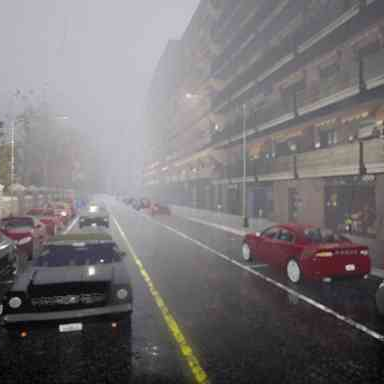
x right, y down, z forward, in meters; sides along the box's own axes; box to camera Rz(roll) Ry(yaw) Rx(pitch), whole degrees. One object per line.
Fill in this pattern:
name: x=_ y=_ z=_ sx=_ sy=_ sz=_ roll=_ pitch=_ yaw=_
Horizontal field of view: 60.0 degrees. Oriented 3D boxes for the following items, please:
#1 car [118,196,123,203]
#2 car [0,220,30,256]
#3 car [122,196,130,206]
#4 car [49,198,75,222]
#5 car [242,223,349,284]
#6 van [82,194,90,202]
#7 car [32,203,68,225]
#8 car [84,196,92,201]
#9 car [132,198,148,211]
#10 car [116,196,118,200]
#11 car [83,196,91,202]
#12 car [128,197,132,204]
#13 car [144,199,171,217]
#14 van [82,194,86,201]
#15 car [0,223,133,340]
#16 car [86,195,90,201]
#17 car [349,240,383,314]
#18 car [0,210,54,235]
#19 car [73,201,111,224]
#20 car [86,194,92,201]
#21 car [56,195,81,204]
car: x=-13.681 y=1.537 z=69.223 sx=1.967 sy=1.590 sz=4.097 roll=0 pitch=0 yaw=-16
car: x=-5.145 y=1.566 z=7.314 sx=1.947 sy=1.339 sz=4.313 roll=0 pitch=0 yaw=-16
car: x=-10.661 y=1.640 z=58.376 sx=1.947 sy=1.339 sz=4.313 roll=0 pitch=0 yaw=-16
car: x=-9.674 y=1.452 z=23.583 sx=1.967 sy=1.590 sz=4.097 roll=0 pitch=0 yaw=-16
car: x=2.929 y=1.550 z=9.561 sx=1.887 sy=1.381 sz=4.507 roll=0 pitch=0 yaw=-16
van: x=-24.774 y=1.461 z=77.824 sx=1.690 sy=1.788 sz=3.998 roll=0 pitch=0 yaw=-16
car: x=-8.165 y=1.549 z=18.160 sx=1.887 sy=1.381 sz=4.507 roll=0 pitch=0 yaw=-16
car: x=-27.794 y=1.695 z=88.672 sx=1.887 sy=1.381 sz=4.507 roll=0 pitch=0 yaw=-16
car: x=-6.131 y=1.485 z=42.104 sx=1.967 sy=1.590 sz=4.097 roll=0 pitch=0 yaw=-16
car: x=-16.746 y=1.650 z=80.235 sx=1.752 sy=1.417 sz=4.829 roll=0 pitch=0 yaw=-16
car: x=-26.284 y=1.717 z=83.248 sx=1.802 sy=1.307 sz=4.206 roll=0 pitch=0 yaw=-16
car: x=-7.641 y=1.636 z=47.528 sx=1.802 sy=1.307 sz=4.206 roll=0 pitch=0 yaw=-16
car: x=-3.111 y=1.608 z=31.254 sx=1.802 sy=1.307 sz=4.206 roll=0 pitch=0 yaw=-16
van: x=-15.715 y=1.390 z=45.280 sx=1.690 sy=1.788 sz=3.998 roll=0 pitch=0 yaw=-16
car: x=-2.317 y=1.602 z=6.820 sx=1.895 sy=1.301 sz=4.718 roll=0 pitch=0 yaw=-16
car: x=-18.735 y=1.635 z=56.128 sx=1.947 sy=1.339 sz=4.313 roll=0 pitch=0 yaw=-16
car: x=4.438 y=1.554 z=4.136 sx=2.008 sy=1.369 sz=4.403 roll=0 pitch=0 yaw=-16
car: x=-6.656 y=1.583 z=12.738 sx=1.802 sy=1.307 sz=4.206 roll=0 pitch=0 yaw=-16
car: x=-6.451 y=1.557 z=22.030 sx=2.033 sy=1.411 sz=5.357 roll=0 pitch=0 yaw=-16
car: x=-21.754 y=1.407 z=66.976 sx=2.192 sy=1.841 sz=5.009 roll=0 pitch=0 yaw=-16
car: x=-11.185 y=1.336 z=29.007 sx=2.192 sy=1.841 sz=5.009 roll=0 pitch=0 yaw=-16
